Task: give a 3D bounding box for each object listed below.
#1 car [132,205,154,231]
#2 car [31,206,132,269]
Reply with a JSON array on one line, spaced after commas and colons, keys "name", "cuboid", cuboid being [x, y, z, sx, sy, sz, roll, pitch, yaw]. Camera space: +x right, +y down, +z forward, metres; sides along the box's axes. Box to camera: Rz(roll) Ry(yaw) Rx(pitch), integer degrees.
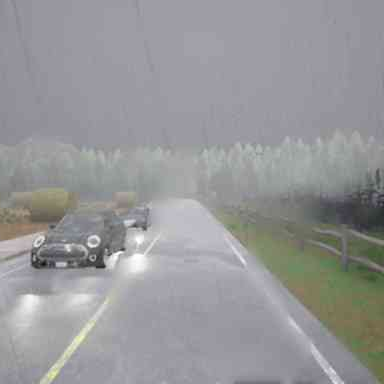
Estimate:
[{"name": "car", "cuboid": [-3.626, 1.637, 21.854, 2.128, 1.511, 4.902, 0, 0, 0]}, {"name": "car", "cuboid": [-3.619, 1.430, 11.460, 2.097, 1.767, 4.553, 0, 0, 0]}]
